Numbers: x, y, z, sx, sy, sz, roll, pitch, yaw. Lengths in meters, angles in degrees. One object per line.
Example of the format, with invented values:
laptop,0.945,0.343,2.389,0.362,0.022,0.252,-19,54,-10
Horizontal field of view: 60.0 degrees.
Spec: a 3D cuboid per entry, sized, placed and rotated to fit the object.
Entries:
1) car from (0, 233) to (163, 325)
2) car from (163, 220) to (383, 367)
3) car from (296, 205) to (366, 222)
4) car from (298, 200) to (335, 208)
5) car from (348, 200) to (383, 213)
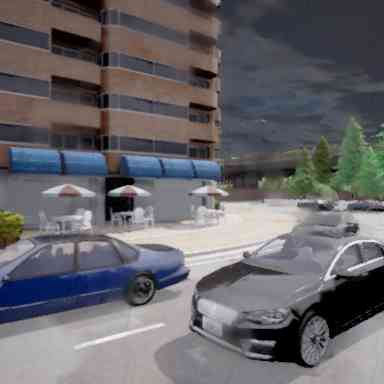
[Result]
car,-2.588,1.552,6.474,5.357,1.411,2.033,0,0,-36
car,2.171,1.499,5.894,4.902,1.511,2.128,0,0,-39
car,5.688,1.521,13.881,1.837,1.490,4.892,0,0,37
car,15.295,1.644,41.270,1.895,1.301,4.718,0,0,-22
car,19.980,1.607,38.341,1.994,1.385,4.181,0,0,-15
